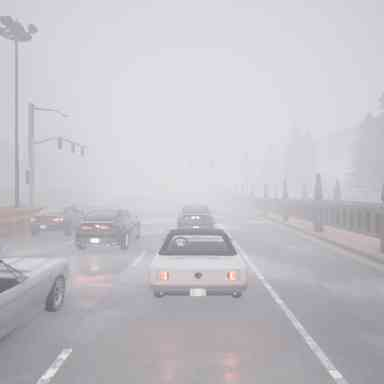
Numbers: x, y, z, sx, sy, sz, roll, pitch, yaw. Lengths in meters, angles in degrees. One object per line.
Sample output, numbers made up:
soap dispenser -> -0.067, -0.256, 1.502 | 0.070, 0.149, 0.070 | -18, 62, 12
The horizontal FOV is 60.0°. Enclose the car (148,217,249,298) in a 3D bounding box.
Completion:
car -> 0.131, 1.549, 8.352 | 1.895, 1.301, 4.718 | 0, 0, 0

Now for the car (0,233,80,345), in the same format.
car -> -3.385, 1.576, 4.663 | 1.895, 1.301, 4.718 | 0, 0, 0

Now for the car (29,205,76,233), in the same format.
car -> -6.843, 1.406, 17.518 | 1.812, 1.442, 4.674 | 0, 0, -1

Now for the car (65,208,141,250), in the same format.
car -> -3.337, 1.412, 13.889 | 1.837, 1.490, 4.892 | 0, 0, 0

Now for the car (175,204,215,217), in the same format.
car -> 0.187, 1.385, 17.612 | 1.837, 1.490, 4.892 | 0, 0, 0
